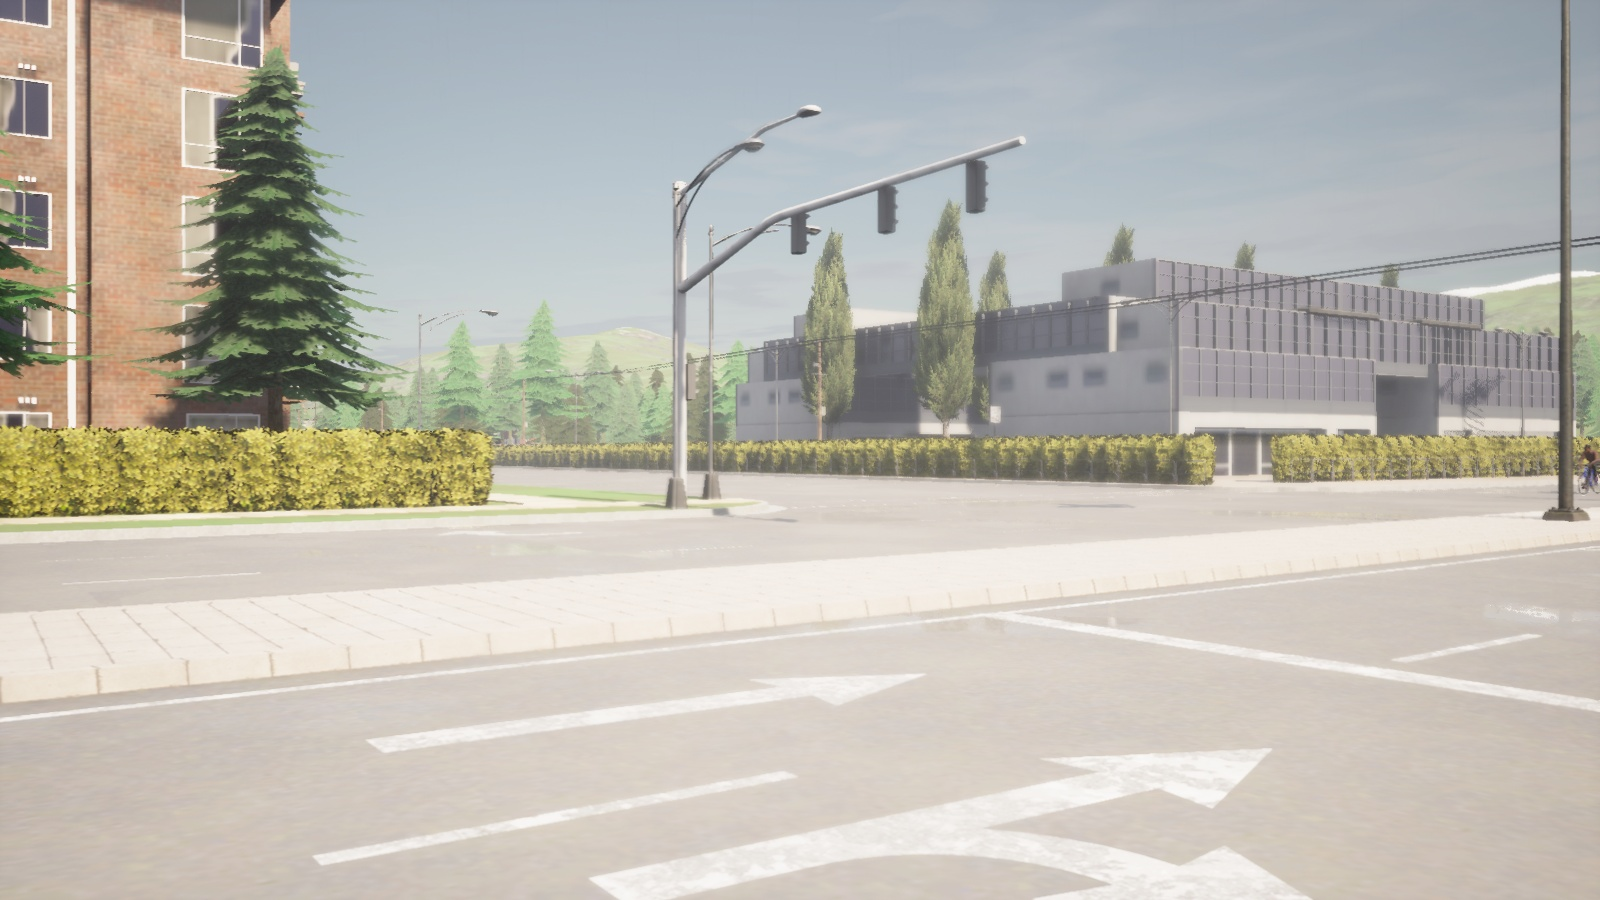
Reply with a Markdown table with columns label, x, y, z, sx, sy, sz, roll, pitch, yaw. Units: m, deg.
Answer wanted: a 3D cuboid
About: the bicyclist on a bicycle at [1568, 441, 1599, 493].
| label | x | y | z | sx | sy | sz | roll | pitch | yaw |
| --- | --- | --- | --- | --- | --- | --- | --- | --- | --- |
| bicyclist on a bicycle | 25.795 | 0.543 | 41.028 | 1.656 | 1.620 | 0.582 | -1 | 1 | -35 |
